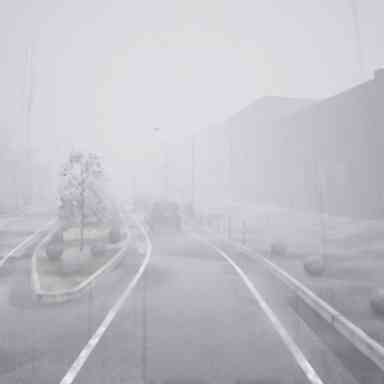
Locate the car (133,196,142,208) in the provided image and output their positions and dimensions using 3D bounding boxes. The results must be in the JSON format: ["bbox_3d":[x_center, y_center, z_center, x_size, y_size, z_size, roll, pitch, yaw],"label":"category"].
[{"bbox_3d":[-6.436,1.208,42.209,2.128,1.511,4.902,0,2,-14],"label":"car"}]

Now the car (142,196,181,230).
[{"bbox_3d":[-2.264,1.572,24.877,2.150,2.045,5.566,0,2,-13],"label":"car"}]
